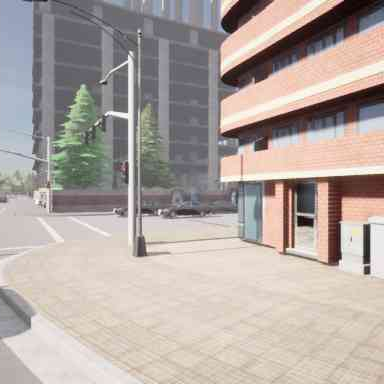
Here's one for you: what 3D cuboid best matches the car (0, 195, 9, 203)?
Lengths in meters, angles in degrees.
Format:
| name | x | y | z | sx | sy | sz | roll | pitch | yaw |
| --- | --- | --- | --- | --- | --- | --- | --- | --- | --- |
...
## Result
| name | x | y | z | sx | sy | sz | roll | pitch | yaw |
| --- | --- | --- | --- | --- | --- | --- | --- | --- | --- |
| car | -37.931 | 1.595 | 66.052 | 1.895 | 1.301 | 4.718 | 0 | 0 | -27 |

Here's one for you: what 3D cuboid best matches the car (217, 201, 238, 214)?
| name | x | y | z | sx | sy | sz | roll | pitch | yaw |
| --- | --- | --- | --- | --- | --- | --- | --- | --- | --- |
| car | 3.022 | 1.619 | 35.572 | 4.181 | 1.385 | 1.994 | 0 | 0 | -27 |

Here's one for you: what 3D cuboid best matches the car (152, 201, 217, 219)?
| name | x | y | z | sx | sy | sz | roll | pitch | yaw |
| --- | --- | --- | --- | --- | --- | --- | --- | --- | --- |
| car | -0.641 | 1.547 | 29.819 | 4.902 | 1.511 | 2.128 | 0 | 0 | -27 |

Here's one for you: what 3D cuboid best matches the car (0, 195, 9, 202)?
| name | x | y | z | sx | sy | sz | roll | pitch | yaw |
| --- | --- | --- | --- | --- | --- | --- | --- | --- | --- |
| car | -42.448 | 1.500 | 74.912 | 1.837 | 1.490 | 4.892 | 0 | 0 | -27 |

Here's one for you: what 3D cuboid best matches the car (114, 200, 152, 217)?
| name | x | y | z | sx | sy | sz | roll | pitch | yaw |
| --- | --- | --- | --- | --- | --- | --- | --- | --- | --- |
| car | -4.945 | 1.547 | 31.578 | 4.902 | 1.511 | 2.128 | 0 | 0 | -27 |
